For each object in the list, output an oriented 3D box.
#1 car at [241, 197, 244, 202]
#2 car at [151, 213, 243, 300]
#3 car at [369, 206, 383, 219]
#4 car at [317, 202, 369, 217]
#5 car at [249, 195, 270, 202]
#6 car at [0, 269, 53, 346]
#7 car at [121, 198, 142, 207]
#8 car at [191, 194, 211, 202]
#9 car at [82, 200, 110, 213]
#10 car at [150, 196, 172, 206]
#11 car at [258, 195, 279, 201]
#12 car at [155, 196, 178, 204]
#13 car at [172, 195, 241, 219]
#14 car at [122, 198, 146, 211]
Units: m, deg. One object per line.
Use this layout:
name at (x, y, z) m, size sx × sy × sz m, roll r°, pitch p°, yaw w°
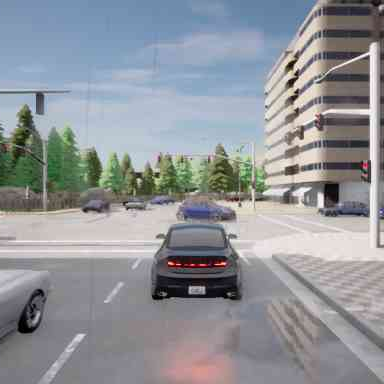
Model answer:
car at (9.696, 1.478, 75.074) m, size 5.008 × 1.535 × 1.882 m, roll 0°, pitch 0°, yaw -41°
car at (0.114, 1.505, 8.354) m, size 1.837 × 1.490 × 4.892 m, roll 0°, pitch 0°, yaw 1°
car at (17.692, 1.581, 27.518) m, size 4.674 × 1.442 × 1.812 m, roll 0°, pitch 0°, yaw 0°
car at (14.595, 1.603, 31.027) m, size 5.357 × 1.411 × 2.033 m, roll 0°, pitch 0°, yaw 0°
car at (15.170, 1.595, 74.804) m, size 4.718 × 1.301 × 1.895 m, roll 0°, pitch 0°, yaw -33°
car at (-3.427, 1.601, 3.832) m, size 1.895 × 1.301 × 4.718 m, roll 0°, pitch 0°, yaw 0°
car at (-9.591, 1.601, 53.280) m, size 1.895 × 1.301 × 4.718 m, roll 0°, pitch 0°, yaw 8°
car at (2.158, 1.353, 77.580) m, size 2.097 × 1.767 × 4.553 m, roll 0°, pitch 0°, yaw 42°
car at (-10.500, 1.548, 36.884) m, size 2.033 × 1.411 × 5.357 m, roll 0°, pitch 0°, yaw 1°
car at (-5.497, 1.478, 56.512) m, size 1.882 × 1.535 × 5.008 m, roll 0°, pitch 0°, yaw 15°
car at (18.493, 1.500, 80.591) m, size 4.892 × 1.490 × 1.837 m, roll 0°, pitch 0°, yaw -22°
car at (-5.119, 1.548, 67.571) m, size 2.033 × 1.411 × 5.357 m, roll 0°, pitch 0°, yaw 27°
car at (1.099, 1.365, 25.825) m, size 4.553 × 1.767 × 2.097 m, roll 0°, pitch 0°, yaw 29°
car at (-6.923, 1.601, 41.151) m, size 1.895 × 1.301 × 4.718 m, roll 0°, pitch 0°, yaw 1°
